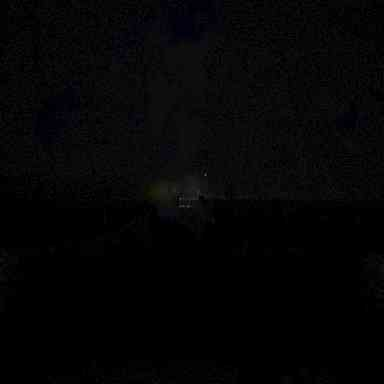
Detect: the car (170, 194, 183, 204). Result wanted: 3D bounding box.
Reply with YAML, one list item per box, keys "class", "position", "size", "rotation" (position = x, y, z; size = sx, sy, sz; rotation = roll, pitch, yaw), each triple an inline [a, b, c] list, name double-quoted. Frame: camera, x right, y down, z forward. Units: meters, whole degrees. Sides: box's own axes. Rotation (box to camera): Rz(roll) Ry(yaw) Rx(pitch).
- class: "car"
  position: [-2.747, 1.145, 58.373]
  size: [2.097, 1.767, 4.553]
  rotation: [0, 0, 0]
